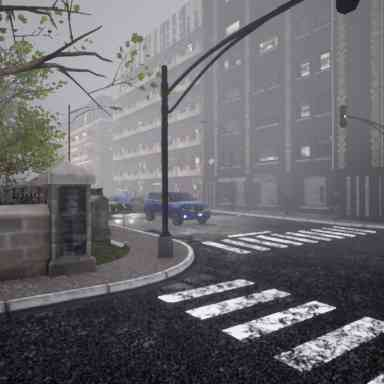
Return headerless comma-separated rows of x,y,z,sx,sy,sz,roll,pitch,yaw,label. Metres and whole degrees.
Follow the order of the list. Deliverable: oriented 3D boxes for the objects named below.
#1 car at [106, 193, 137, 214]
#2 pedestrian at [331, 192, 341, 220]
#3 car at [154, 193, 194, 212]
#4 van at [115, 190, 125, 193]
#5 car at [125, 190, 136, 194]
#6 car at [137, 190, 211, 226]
-6.803,1.098,29.359,1.994,1.385,4.181,0,1,-36,car
9.454,0.902,21.945,0.375,1.860,0.375,1,-1,-36,pedestrian
-1.821,0.950,32.377,1.967,1.590,4.097,1,1,-36,car
-8.348,0.655,41.285,1.690,1.788,3.998,1,1,-36,van
-5.083,0.727,36.831,2.192,1.841,5.009,1,1,-36,car
-1.143,0.926,21.630,2.150,2.045,5.566,0,1,-36,car
